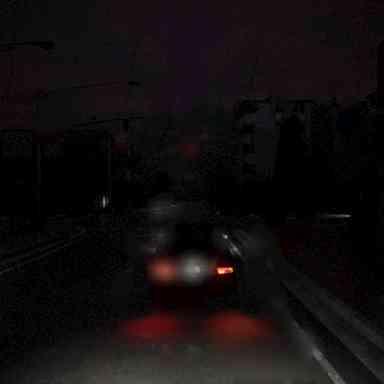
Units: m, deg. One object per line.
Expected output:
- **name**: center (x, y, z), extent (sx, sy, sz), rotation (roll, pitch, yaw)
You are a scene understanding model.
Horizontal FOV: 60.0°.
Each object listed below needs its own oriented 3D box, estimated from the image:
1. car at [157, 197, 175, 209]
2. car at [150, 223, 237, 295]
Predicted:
- **car**: center (-3.711, 1.525, 45.965), extent (1.812, 1.442, 4.674), rotation (0, 0, 0)
- **car**: center (0.038, 1.547, 8.853), extent (2.033, 1.411, 5.357), rotation (0, 0, 0)
